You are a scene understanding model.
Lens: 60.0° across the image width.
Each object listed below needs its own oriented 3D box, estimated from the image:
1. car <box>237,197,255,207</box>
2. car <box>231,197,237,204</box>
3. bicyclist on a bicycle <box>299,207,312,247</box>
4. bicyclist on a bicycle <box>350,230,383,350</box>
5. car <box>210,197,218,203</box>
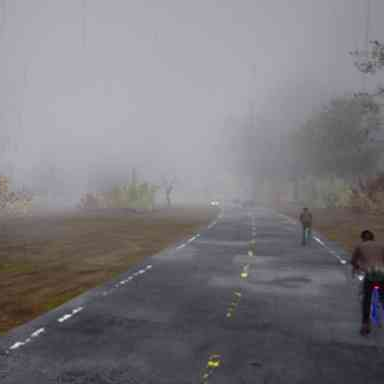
[{"bbox_3d":[9.618,1.626,57.891,2.097,1.767,4.553,-1,-1,3],"label":"car"},{"bbox_3d":[9.808,1.871,73.129,1.882,1.535,5.008,-1,0,-2],"label":"car"},{"bbox_3d":[4.844,1.474,14.096,0.582,1.620,1.656,-1,-1,12],"label":"bicyclist on a bicycle"},{"bbox_3d":[2.816,1.443,5.241,0.582,1.620,1.656,-1,-1,14],"label":"bicyclist on a bicycle"},{"bbox_3d":[5.967,2.130,90.756,2.128,1.511,4.902,-1,0,-4],"label":"car"}]
